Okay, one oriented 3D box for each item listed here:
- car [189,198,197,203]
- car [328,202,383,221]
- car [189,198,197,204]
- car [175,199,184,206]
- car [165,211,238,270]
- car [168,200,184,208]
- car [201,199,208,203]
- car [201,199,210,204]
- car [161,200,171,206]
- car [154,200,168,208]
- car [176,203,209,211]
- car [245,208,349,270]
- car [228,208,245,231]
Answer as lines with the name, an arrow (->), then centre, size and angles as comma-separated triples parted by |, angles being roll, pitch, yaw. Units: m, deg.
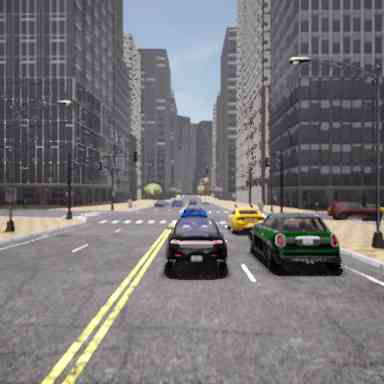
car -> 0.226, 2.361, 84.813 | 2.097, 1.767, 4.553 | 0, -1, 0
car -> 16.289, 1.952, 33.595 | 5.009, 1.841, 2.192 | 0, 0, 1
car -> 0.253, 2.484, 94.845 | 2.128, 1.511, 4.902 | 0, -1, 0
car -> -3.036, 2.515, 80.330 | 1.994, 1.385, 4.181 | 0, -1, 0
car -> 0.127, 1.637, 11.548 | 2.128, 1.511, 4.902 | 0, -1, 0
car -> -3.094, 2.315, 65.286 | 1.812, 1.442, 4.674 | 0, -1, 1
car -> 3.503, 2.554, 94.864 | 1.895, 1.301, 4.718 | 0, -1, 0
car -> 3.477, 2.602, 84.861 | 1.895, 1.301, 4.718 | 0, -1, 0
car -> -6.286, 2.561, 80.647 | 1.895, 1.301, 4.718 | 0, -1, 0
car -> -6.338, 2.335, 65.224 | 2.033, 1.411, 5.357 | 0, -1, 1
car -> 0.161, 1.752, 22.043 | 1.882, 1.535, 5.008 | 0, -1, 1
car -> 3.379, 1.501, 11.788 | 2.097, 1.767, 4.553 | 0, -1, 0
car -> 3.405, 1.744, 21.424 | 1.882, 1.535, 5.008 | 0, -1, 0
